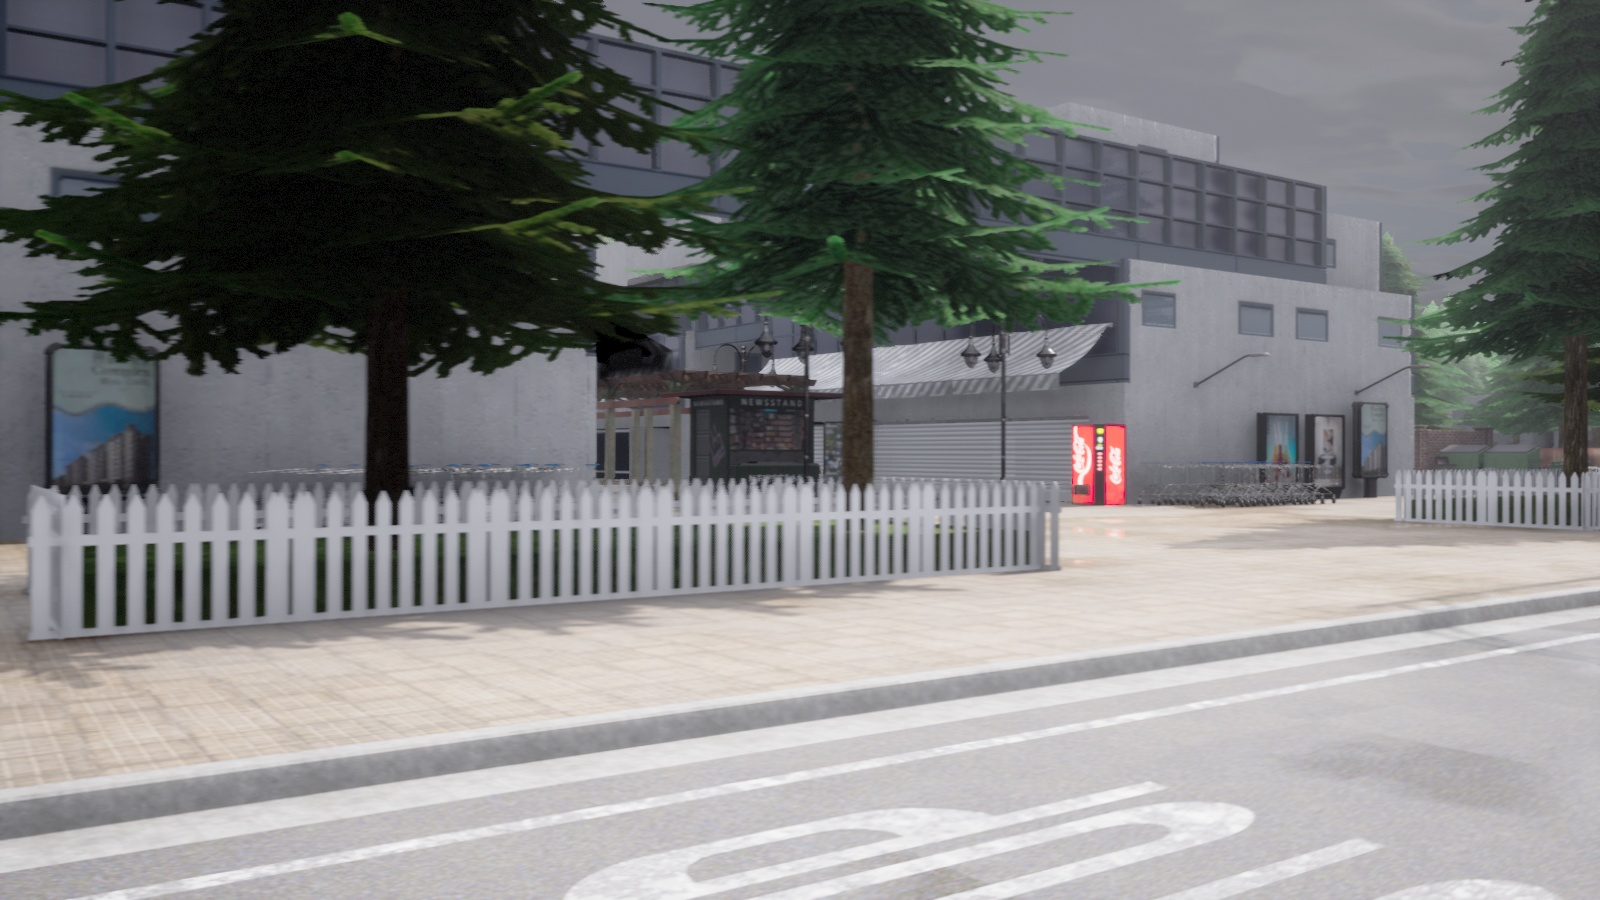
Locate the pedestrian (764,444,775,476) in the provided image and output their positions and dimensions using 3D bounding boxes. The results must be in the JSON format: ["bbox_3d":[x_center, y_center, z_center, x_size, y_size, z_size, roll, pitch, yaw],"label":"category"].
[{"bbox_3d":[-1.788,0.582,72.741,0.345,1.836,0.594,0,0,-36],"label":"pedestrian"}]
